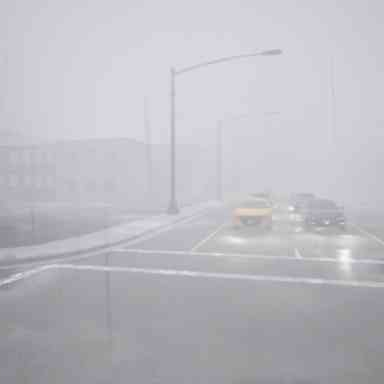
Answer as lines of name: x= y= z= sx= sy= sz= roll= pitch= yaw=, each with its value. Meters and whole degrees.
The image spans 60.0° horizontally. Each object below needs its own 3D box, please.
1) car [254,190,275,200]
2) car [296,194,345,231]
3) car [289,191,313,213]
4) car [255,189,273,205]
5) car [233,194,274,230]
car: x=5.743 y=0.842 z=27.653 sx=1.837 sy=1.490 sz=4.892 roll=0 pitch=2 yaw=14
car: x=6.899 y=1.119 z=17.921 sx=1.837 sy=1.490 sz=4.892 roll=0 pitch=2 yaw=14
car: x=9.195 y=0.845 z=27.036 sx=1.837 sy=1.490 sz=4.892 roll=0 pitch=2 yaw=14
car: x=8.230 y=0.512 z=37.560 sx=1.837 sy=1.490 sz=4.892 roll=0 pitch=2 yaw=14
car: x=3.430 y=1.094 z=18.457 sx=1.882 sy=1.535 sz=5.008 roll=0 pitch=2 yaw=14
